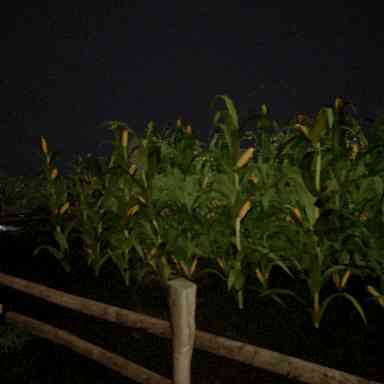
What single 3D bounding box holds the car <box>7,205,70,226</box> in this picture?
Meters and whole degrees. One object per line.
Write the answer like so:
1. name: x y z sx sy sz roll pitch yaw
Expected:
1. car: -11.146 1.630 24.427 1.994 1.385 4.181 0 0 35
